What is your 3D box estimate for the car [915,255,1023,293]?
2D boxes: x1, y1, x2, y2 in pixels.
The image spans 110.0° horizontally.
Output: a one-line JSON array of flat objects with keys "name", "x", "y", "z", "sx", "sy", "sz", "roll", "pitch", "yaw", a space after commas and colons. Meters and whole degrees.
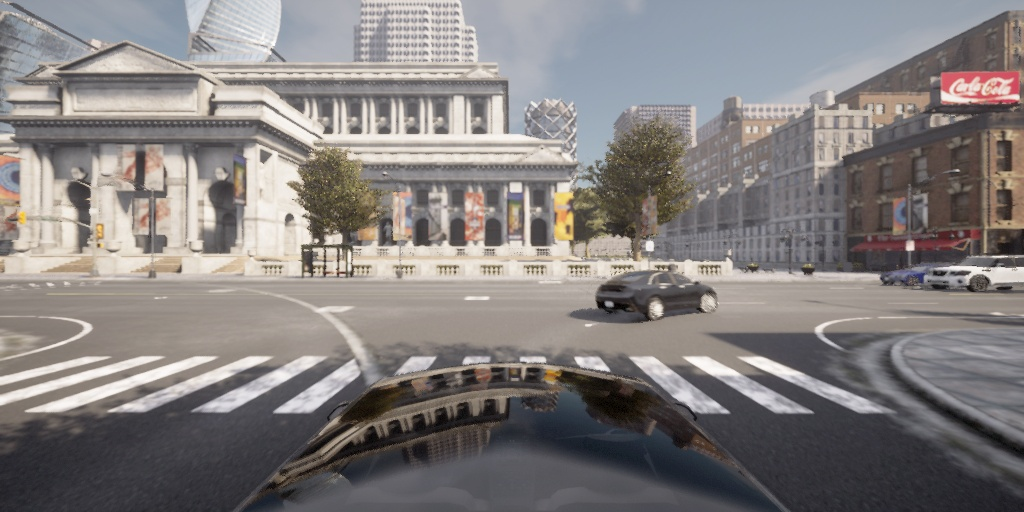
[{"name": "car", "x": 26.861, "y": 0.964, "z": 20.067, "sx": 5.566, "sy": 2.045, "sz": 2.150, "roll": 0, "pitch": 0, "yaw": 6}]

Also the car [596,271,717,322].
[{"name": "car", "x": 5.074, "y": 1.251, "z": 12.398, "sx": 4.892, "sy": 1.490, "sz": 1.837, "roll": 0, "pitch": -3, "yaw": -32}]

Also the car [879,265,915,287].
[{"name": "car", "x": 27.089, "y": 1.266, "z": 23.472, "sx": 4.674, "sy": 1.442, "sz": 1.812, "roll": 0, "pitch": 0, "yaw": 6}]
